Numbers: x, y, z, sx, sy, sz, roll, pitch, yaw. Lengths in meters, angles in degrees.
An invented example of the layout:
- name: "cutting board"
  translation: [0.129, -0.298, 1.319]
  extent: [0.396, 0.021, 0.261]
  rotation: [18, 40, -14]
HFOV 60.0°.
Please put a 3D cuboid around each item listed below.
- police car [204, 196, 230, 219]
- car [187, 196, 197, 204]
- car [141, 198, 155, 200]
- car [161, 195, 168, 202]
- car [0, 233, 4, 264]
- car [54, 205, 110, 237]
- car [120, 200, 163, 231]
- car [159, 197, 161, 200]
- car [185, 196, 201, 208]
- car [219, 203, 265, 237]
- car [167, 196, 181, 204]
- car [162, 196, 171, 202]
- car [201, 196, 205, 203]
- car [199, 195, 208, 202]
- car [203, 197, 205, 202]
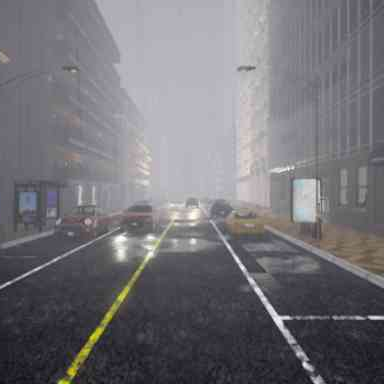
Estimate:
- name: "police car"
  translation: [2.366, 1.408, 28.545]
  extent: [1.930, 1.638, 5.238]
  rotation: [0, 0, 0]
- name: "car"
  translation: [0.001, 1.504, 63.610]
  extent: [1.812, 1.442, 4.674]
  rotation: [0, 0, 0]
- name: "car"
  translation: [-5.691, 1.545, 40.221]
  extent: [1.947, 1.339, 4.313]
  rotation: [0, 0, 0]
- name: "car"
  translation: [-5.691, 1.419, 68.464]
  extent: [1.967, 1.590, 4.097]
  rotation: [0, 0, 0]
- name: "car"
  translation: [-5.692, 1.311, 6.330]
  extent: [2.192, 1.841, 5.009]
  rotation: [0, 0, 0]
- name: "car"
  translation: [-5.691, 1.429, 17.628]
  extent: [1.967, 1.590, 4.097]
  rotation: [0, 0, 0]
- name: "car"
  translation: [-3.101, 1.465, 20.485]
  extent: [1.882, 1.535, 5.008]
  rotation: [0, 0, 0]
- name: "car"
  translation: [-5.691, 1.503, 45.701]
  extent: [1.752, 1.417, 4.829]
  rotation: [0, 0, 0]
- name: "car"
  translation: [0.014, 1.484, 47.737]
  extent: [1.837, 1.490, 4.892]
  rotation: [0, 0, 0]
- name: "car"
  translation: [2.689, 1.514, 17.798]
  extent: [1.752, 1.417, 4.829]
  rotation: [0, 0, 0]
- name: "car"
  translation: [-3.019, 1.583, 62.530]
  extent: [1.895, 1.301, 4.718]
  rotation: [0, 0, 0]
- name: "car"
  translation: [-5.691, 1.561, 74.113]
  extent: [1.802, 1.307, 4.206]
  rotation: [0, 0, 0]
- name: "car"
  translation: [2.690, 1.523, 68.464]
  extent: [1.887, 1.381, 4.507]
  rotation: [0, 0, 0]
- name: "car"
  translation: [2.689, 1.532, 79.762]
  extent: [2.008, 1.369, 4.403]
  rotation: [0, 0, 0]
- name: "car"
  translation: [2.690, 1.545, 40.222]
  extent: [1.947, 1.339, 4.313]
  rotation: [0, 0, 0]
